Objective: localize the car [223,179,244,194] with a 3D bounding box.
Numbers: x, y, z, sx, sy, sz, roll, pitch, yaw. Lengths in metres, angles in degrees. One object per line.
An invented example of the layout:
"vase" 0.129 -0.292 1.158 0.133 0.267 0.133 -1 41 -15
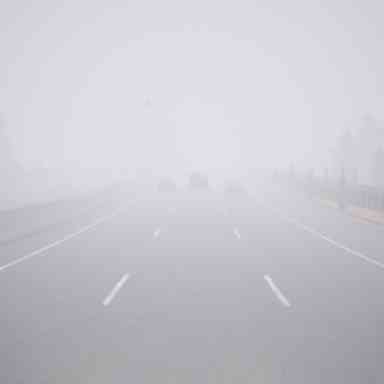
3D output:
"car" 4.144 -0.627 33.593 2.033 1.411 5.357 0 6 2

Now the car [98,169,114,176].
"car" -16.315 -3.683 63.062 1.895 1.301 4.718 0 6 1

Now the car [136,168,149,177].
"car" -9.330 -3.762 62.904 1.882 1.535 5.008 0 6 2

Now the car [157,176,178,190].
"car" -2.761 -1.053 37.092 1.837 1.490 4.892 0 6 2

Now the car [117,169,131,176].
"car" -12.821 -3.726 63.205 1.994 1.385 4.181 0 6 2

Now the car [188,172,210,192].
"car" 0.712 -1.209 35.957 2.150 2.045 5.566 0 6 1
